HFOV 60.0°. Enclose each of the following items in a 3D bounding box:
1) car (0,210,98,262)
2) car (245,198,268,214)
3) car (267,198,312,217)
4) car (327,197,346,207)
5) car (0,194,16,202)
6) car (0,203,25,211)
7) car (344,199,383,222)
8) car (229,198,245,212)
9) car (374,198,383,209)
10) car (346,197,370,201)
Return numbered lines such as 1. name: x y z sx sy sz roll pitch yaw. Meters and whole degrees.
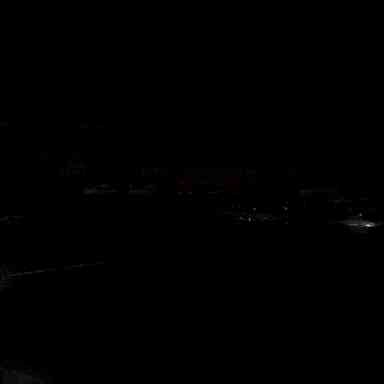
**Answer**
1. car: -5.544 1.485 10.719 4.892 1.490 1.837 0 0 -38
2. car: 8.157 1.465 34.839 4.892 1.490 1.837 0 0 -38
3. car: 9.584 1.492 31.495 4.674 1.442 1.812 0 0 -38
4. car: 22.181 1.499 50.086 4.674 1.442 1.812 0 0 -38
5. car: -14.307 1.178 21.637 5.566 2.045 2.150 0 0 -38
6. car: -9.922 1.473 16.182 4.892 1.490 1.837 0 0 -38
7. car: 14.262 1.541 26.283 4.181 1.385 1.994 0 0 -38
8. car: 6.306 1.459 37.835 4.892 1.490 1.837 0 0 -38
9. car: 26.409 1.497 44.508 4.674 1.442 1.812 0 0 -38
10. car: 24.326 1.499 47.320 4.674 1.442 1.812 0 0 -38
